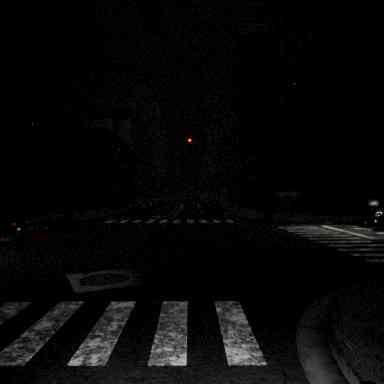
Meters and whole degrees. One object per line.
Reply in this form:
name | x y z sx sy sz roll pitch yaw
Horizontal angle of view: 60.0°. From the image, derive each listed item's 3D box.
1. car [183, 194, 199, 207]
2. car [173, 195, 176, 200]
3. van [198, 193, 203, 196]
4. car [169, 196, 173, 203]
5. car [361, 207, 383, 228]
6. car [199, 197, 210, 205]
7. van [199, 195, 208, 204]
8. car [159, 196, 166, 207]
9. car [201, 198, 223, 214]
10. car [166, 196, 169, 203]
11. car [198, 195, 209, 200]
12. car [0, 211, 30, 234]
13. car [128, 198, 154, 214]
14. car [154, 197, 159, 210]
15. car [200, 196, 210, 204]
car | -0.173 1.578 53.768 1.837 1.490 4.892 0 0 0
car | -5.621 1.694 80.214 2.008 1.369 4.403 0 0 0
van | 2.373 1.424 58.160 1.690 1.788 3.998 0 0 0
car | -5.636 1.552 69.193 1.967 1.590 4.097 0 0 0
car | 13.004 1.304 20.633 4.553 1.767 2.097 0 0 0
car | 2.381 1.647 63.671 2.008 1.369 4.403 0 0 0
van | 2.388 1.453 69.182 1.690 1.788 3.998 0 0 0
car | -5.659 1.653 52.660 1.802 1.307 4.206 0 0 0
car | 2.343 1.606 36.116 1.947 1.339 4.313 0 0 0
car | -5.651 1.634 58.171 2.008 1.369 4.403 0 0 0
car | 2.365 1.637 52.649 1.947 1.339 4.313 0 0 0
car | -11.202 1.644 17.289 4.718 1.301 1.895 0 0 0
car | -5.682 1.480 36.128 1.967 1.590 4.097 0 0 0
car | -5.675 1.490 41.639 1.967 1.590 4.097 0 0 0
car | 2.358 1.641 47.139 1.802 1.307 4.206 0 0 0
